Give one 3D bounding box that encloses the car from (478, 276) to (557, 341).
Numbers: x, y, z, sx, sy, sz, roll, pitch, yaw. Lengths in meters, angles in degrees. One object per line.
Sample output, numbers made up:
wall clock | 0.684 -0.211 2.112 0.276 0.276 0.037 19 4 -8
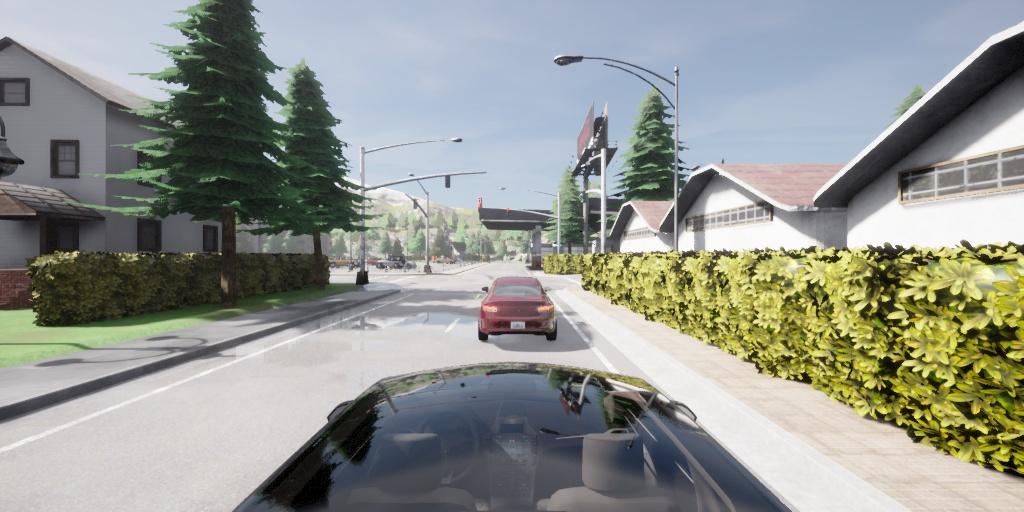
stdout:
car | 0.129 1.276 9.766 1.812 1.442 4.674 0 0 0
